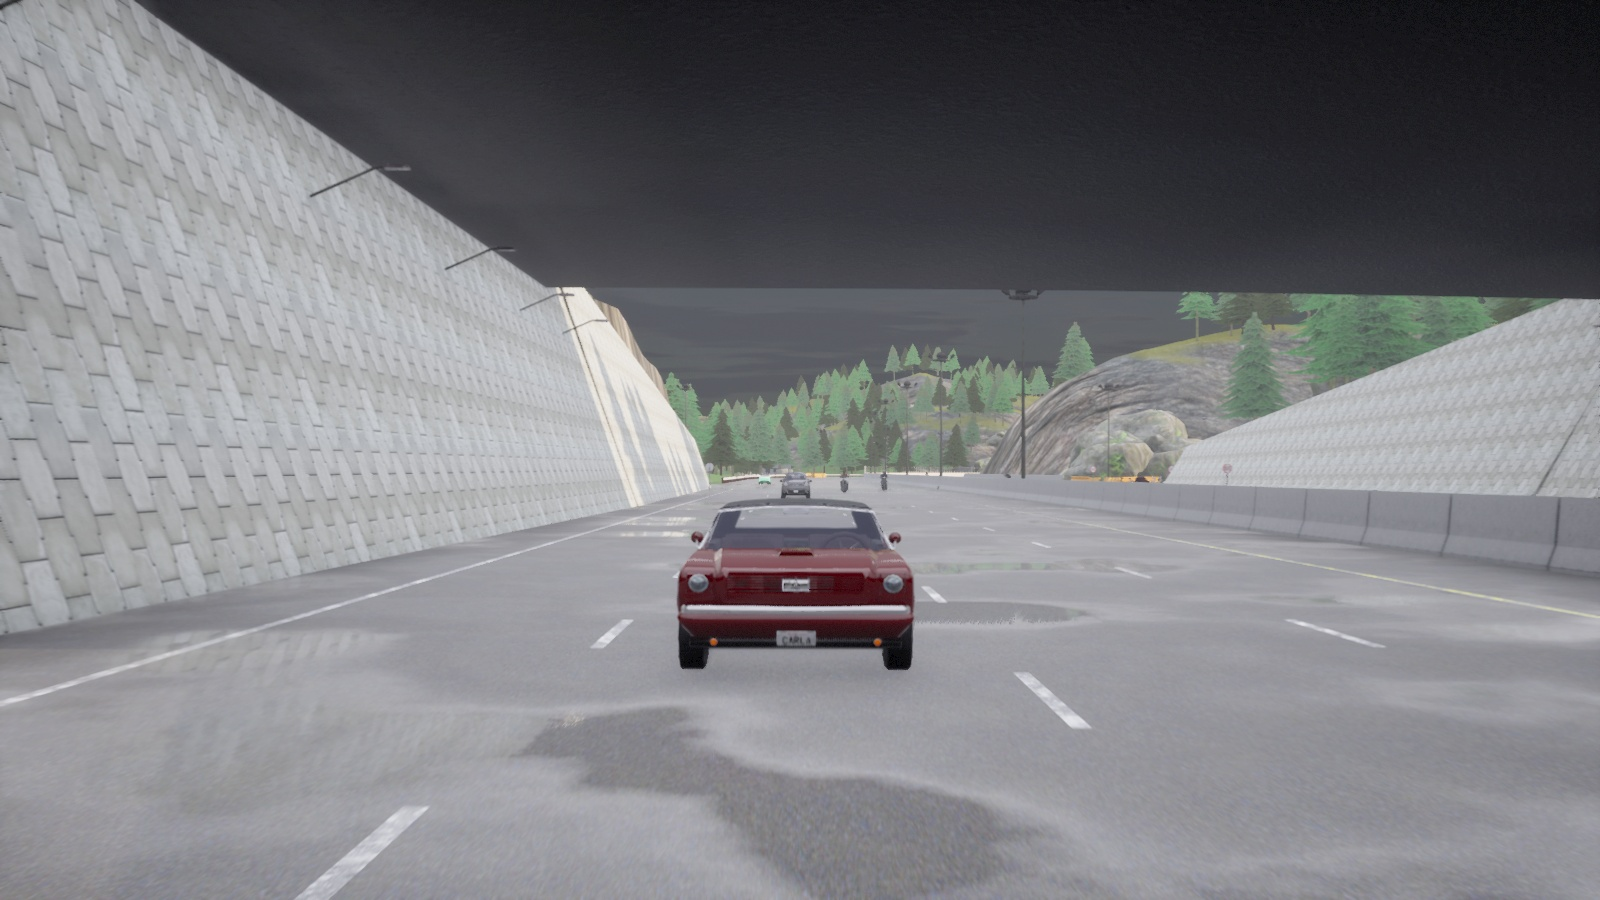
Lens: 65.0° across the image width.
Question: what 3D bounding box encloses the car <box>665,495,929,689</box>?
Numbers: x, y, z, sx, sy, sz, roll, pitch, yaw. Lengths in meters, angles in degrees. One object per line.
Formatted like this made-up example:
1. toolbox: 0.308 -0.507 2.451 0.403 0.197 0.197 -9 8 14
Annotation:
1. car: -0.027 1.106 11.398 1.895 1.301 4.718 0 -1 0

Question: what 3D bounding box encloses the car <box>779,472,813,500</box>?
1. car: -0.214 2.011 70.583 1.845 1.501 3.633 0 -1 0
